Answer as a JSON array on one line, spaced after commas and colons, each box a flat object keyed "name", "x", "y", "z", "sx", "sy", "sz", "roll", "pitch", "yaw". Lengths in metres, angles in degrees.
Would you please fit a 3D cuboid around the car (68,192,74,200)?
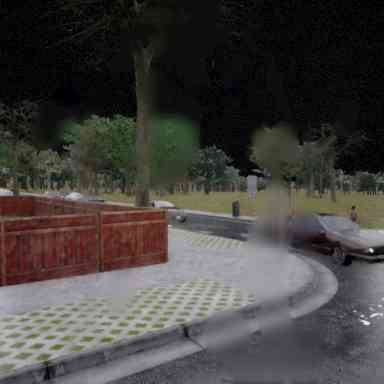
[{"name": "car", "x": -17.055, "y": 0.779, "z": 47.911, "sx": 1.812, "sy": 1.442, "sz": 4.674, "roll": 0, "pitch": 1, "yaw": -36}]

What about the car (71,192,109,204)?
[{"name": "car", "x": -9.904, "y": 1.070, "z": 32.981, "sx": 2.033, "sy": 1.411, "sz": 5.357, "roll": 0, "pitch": 1, "yaw": -36}]

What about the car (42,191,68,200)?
[{"name": "car", "x": -19.168, "y": 0.621, "z": 45.953, "sx": 2.097, "sy": 1.767, "sz": 4.553, "roll": 0, "pitch": 1, "yaw": -36}]

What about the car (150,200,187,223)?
[{"name": "car", "x": -2.185, "y": 1.254, "z": 22.274, "sx": 1.812, "sy": 1.442, "sz": 4.674, "roll": 0, "pitch": 1, "yaw": -36}]

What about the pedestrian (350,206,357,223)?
[{"name": "pedestrian", "x": 8.476, "y": 0.999, "z": 17.513, "sx": 0.375, "sy": 1.860, "sz": 0.375, "roll": 1, "pitch": 0, "yaw": -36}]

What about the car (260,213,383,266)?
[{"name": "car", "x": 4.576, "y": 1.469, "z": 11.773, "sx": 2.033, "sy": 1.411, "sz": 5.357, "roll": 0, "pitch": 1, "yaw": -23}]

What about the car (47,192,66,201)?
[{"name": "car", "x": -22.924, "y": 0.692, "z": 56.034, "sx": 1.895, "sy": 1.301, "sz": 4.718, "roll": 0, "pitch": 1, "yaw": -35}]
